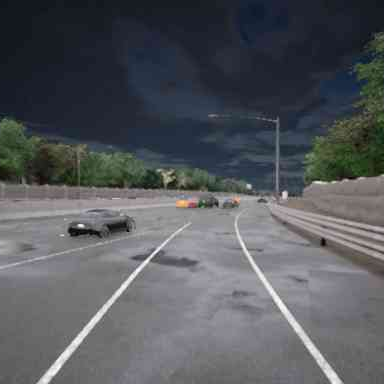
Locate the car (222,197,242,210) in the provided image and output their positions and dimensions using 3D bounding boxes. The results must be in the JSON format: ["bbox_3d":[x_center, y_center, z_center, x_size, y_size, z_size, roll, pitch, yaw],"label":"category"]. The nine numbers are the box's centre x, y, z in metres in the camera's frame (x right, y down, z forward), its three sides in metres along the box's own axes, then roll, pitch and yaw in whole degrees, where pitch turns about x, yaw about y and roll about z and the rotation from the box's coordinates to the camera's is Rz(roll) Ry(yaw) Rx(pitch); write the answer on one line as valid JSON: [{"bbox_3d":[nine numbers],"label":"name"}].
[{"bbox_3d":[5.864,1.859,49.969,1.837,1.490,4.892,0,0,18],"label":"car"}]

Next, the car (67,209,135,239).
[{"bbox_3d":[-4.792,1.626,18.112,1.994,1.385,4.181,0,0,18],"label":"car"}]

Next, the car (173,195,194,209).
[{"bbox_3d":[-0.789,1.653,52.141,2.097,1.767,4.553,0,0,18],"label":"car"}]

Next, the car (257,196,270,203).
[{"bbox_3d":[18.977,2.211,89.173,1.837,1.490,4.892,0,0,18],"label":"car"}]

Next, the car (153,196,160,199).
[{"bbox_3d":[-8.751,1.886,83.505,1.882,1.535,5.008,0,0,18],"label":"car"}]

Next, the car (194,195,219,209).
[{"bbox_3d":[2.561,1.549,51.122,2.150,2.045,5.566,0,0,18],"label":"car"}]

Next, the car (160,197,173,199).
[{"bbox_3d":[-5.433,1.959,82.394,2.128,1.511,4.902,0,0,18],"label":"car"}]
